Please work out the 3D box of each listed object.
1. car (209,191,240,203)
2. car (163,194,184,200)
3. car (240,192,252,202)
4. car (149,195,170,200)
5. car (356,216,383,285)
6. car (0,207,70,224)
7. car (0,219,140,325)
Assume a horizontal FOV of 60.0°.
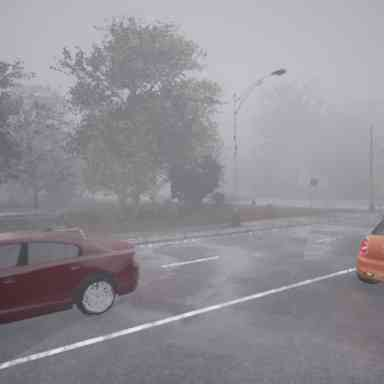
[{"bbox_3d":[4.651,0.745,50.881,2.097,1.767,4.553,-1,1,-37],"label":"car"},{"bbox_3d":[-3.779,1.001,67.832,1.895,1.301,4.718,-1,1,-37],"label":"car"},{"bbox_3d":[7.368,0.678,53.097,2.097,1.767,4.553,-1,1,-37],"label":"car"},{"bbox_3d":[-6.578,1.017,65.730,2.033,1.411,5.357,-1,1,-37],"label":"car"},{"bbox_3d":[5.925,1.207,7.818,4.553,1.767,2.097,-2,1,-35],"label":"car"},{"bbox_3d":[-5.183,1.338,8.855,4.553,1.767,2.097,-1,1,-35],"label":"car"},{"bbox_3d":[-3.384,1.468,5.844,5.008,1.535,1.882,-1,1,-35],"label":"car"}]
